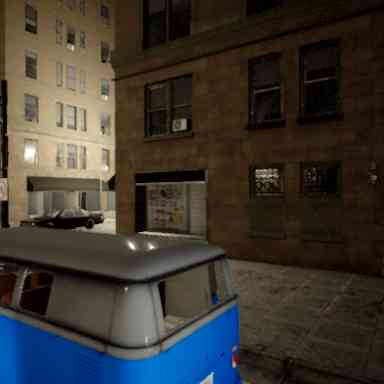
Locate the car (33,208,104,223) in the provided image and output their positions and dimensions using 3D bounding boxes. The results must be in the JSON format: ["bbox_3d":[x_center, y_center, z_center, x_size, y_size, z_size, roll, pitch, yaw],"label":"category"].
[{"bbox_3d":[-8.129,1.756,21.222,2.033,1.411,5.357,0,-1,33],"label":"car"}]

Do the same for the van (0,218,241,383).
[{"bbox_3d":[-1.441,1.363,3.760,3.998,1.788,1.690,0,0,33],"label":"van"}]
